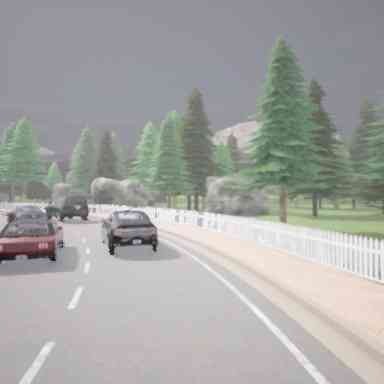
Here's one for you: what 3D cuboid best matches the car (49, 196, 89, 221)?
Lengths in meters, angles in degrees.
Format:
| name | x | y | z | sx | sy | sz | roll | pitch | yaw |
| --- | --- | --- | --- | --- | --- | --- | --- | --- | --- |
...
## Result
| name | x | y | z | sx | sy | sz | roll | pitch | yaw |
| --- | --- | --- | --- | --- | --- | --- | --- | --- | --- |
| car | -10.471 | 1.351 | 27.752 | 2.150 | 2.045 | 5.566 | 0 | 0 | -39 |

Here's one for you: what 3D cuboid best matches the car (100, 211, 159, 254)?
| name | x | y | z | sx | sy | sz | roll | pitch | yaw |
| --- | --- | --- | --- | --- | --- | --- | --- | --- | --- |
| car | -2.700 | 1.534 | 13.864 | 2.128 | 1.511 | 4.902 | 0 | 0 | -19 |

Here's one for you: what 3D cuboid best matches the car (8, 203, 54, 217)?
| name | x | y | z | sx | sy | sz | roll | pitch | yaw |
| --- | --- | --- | --- | --- | --- | --- | --- | --- | --- |
| car | -11.908 | 1.682 | 23.946 | 2.033 | 1.411 | 5.357 | 0 | 0 | -37 |

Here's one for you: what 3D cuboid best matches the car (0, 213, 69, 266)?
| name | x | y | z | sx | sy | sz | roll | pitch | yaw |
| --- | --- | --- | --- | --- | --- | --- | --- | --- | --- |
| car | -5.696 | 1.666 | 11.977 | 1.895 | 1.301 | 4.718 | 0 | 0 | -17 |
